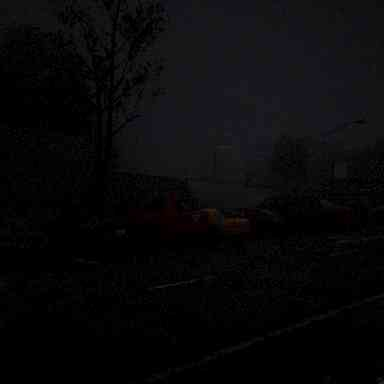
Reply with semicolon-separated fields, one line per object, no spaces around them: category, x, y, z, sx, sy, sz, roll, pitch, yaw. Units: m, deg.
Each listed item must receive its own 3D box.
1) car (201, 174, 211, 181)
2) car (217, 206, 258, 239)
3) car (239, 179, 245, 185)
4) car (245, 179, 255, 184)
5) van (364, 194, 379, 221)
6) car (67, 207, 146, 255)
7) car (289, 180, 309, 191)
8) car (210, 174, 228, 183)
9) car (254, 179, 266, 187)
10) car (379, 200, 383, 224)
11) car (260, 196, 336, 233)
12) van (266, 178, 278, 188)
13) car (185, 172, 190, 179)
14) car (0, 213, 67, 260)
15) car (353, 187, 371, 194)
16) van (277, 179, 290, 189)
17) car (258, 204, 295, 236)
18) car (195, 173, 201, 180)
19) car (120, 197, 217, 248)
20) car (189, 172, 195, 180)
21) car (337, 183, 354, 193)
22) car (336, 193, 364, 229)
car;5.525;-3.699;85.850;2.435;2.045;5.566;7;4;34
car;0.311;1.503;16.896;5.366;1.575;1.946;-1;-1;35
car;12.435;-2.317;76.048;2.002;1.452;4.674;7;3;35
car;14.166;-2.043;73.578;2.002;1.452;4.674;7;4;35
van;10.428;1.297;23.608;4.442;1.987;1.878;-1;-1;35
car;-4.471;1.524;13.345;4.792;1.488;2.163;-1;-1;35
car;21.014;-0.992;63.660;2.231;1.521;4.892;7;3;35
car;7.365;-3.176;83.582;1.946;1.575;5.366;7;3;34
car;15.986;-1.812;71.249;1.946;1.575;5.366;7;3;35
car;12.845;1.403;25.347;4.553;1.767;2.185;-1;-1;36
car;5.360;1.262;20.257;5.566;2.045;2.435;-1;-1;35
van;17.548;-1.764;68.510;1.878;1.987;4.442;7;4;35
car;0.263;-4.362;93.159;2.435;2.045;5.566;1;-1;35
car;-6.899;1.493;11.610;4.892;1.521;2.231;-1;-1;35
car;27.869;0.137;53.770;2.002;1.452;4.674;7;3;35
van;19.265;-1.491;66.031;1.878;1.987;4.442;7;4;35
car;2.925;1.548;18.511;4.674;1.452;2.002;-1;-1;35
car;3.742;-3.851;88.325;2.185;1.767;4.553;6;3;34
car;-2.018;1.248;15.079;5.566;2.045;2.435;-1;-1;35
car;2.024;-4.085;90.803;2.185;1.767;4.553;4;1;34
car;26.190;-0.426;56.250;2.435;2.045;5.566;7;3;35
car;7.882;1.267;21.950;5.566;2.045;2.435;-1;-1;35
